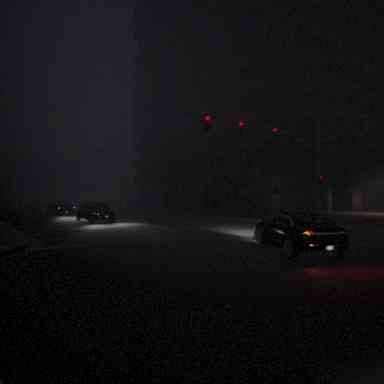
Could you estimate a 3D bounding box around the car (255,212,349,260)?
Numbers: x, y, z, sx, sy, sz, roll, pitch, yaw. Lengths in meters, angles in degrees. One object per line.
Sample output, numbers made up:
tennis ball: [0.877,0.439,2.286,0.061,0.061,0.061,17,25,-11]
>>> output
car: [3.884,1.492,12.599,2.128,1.511,4.902,0,0,-8]

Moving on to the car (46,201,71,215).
car: [-13.279,1.604,33.698,1.895,1.301,4.718,0,0,-36]

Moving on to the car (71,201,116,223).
car: [-7.470,1.507,25.609,1.837,1.490,4.892,0,0,-36]
